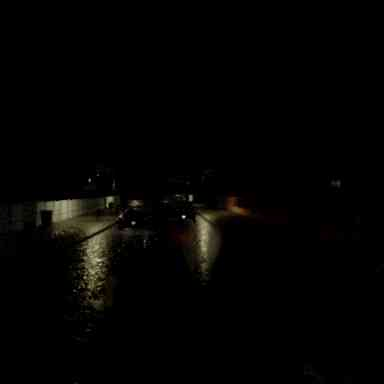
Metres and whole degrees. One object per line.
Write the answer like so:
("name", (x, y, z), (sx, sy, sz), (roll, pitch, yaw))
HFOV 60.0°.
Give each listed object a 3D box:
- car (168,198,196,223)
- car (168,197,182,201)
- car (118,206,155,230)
("car", (-0.718, 1.500, 25.848), (1.837, 1.490, 4.892), (0, 0, -3))
("car", (-1.958, 1.355, 42.395), (2.097, 1.767, 4.553), (0, 0, -5))
("car", (-3.402, 1.562, 20.889), (1.994, 1.385, 4.181), (0, 0, -3))
